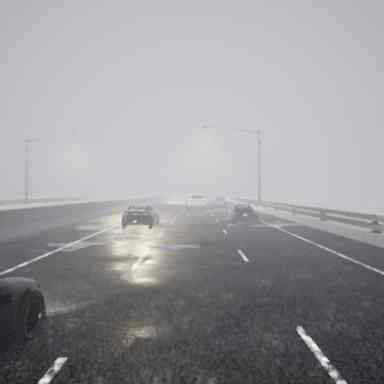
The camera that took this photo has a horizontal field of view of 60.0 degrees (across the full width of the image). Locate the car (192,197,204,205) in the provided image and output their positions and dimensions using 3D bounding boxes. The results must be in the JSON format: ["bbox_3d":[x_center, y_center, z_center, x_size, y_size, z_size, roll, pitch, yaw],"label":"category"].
[{"bbox_3d":[1.106,1.669,60.722,1.994,1.385,4.181,0,0,2],"label":"car"}]

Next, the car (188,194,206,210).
[{"bbox_3d":[0.703,1.287,44.374,2.150,2.045,5.566,0,0,1],"label":"car"}]

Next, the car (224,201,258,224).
[{"bbox_3d":[3.759,1.581,25.157,1.994,1.385,4.181,0,0,1],"label":"car"}]

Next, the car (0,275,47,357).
[{"bbox_3d":[-3.385,1.562,3.790,1.994,1.385,4.181,0,0,0],"label":"car"}]

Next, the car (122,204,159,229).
[{"bbox_3d":[-3.245,1.499,21.551,2.128,1.511,4.902,0,0,1],"label":"car"}]

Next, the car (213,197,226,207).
[{"bbox_3d":[4.304,1.517,51.316,2.033,1.649,4.856,0,0,2],"label":"car"}]
